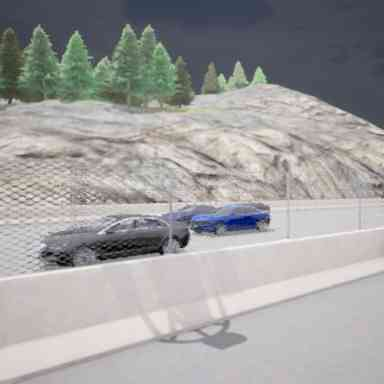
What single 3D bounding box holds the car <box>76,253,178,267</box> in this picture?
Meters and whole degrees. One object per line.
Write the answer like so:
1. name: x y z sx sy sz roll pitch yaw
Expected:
1. car: -2.337 1.491 10.926 4.902 1.511 2.128 0 0 -36
